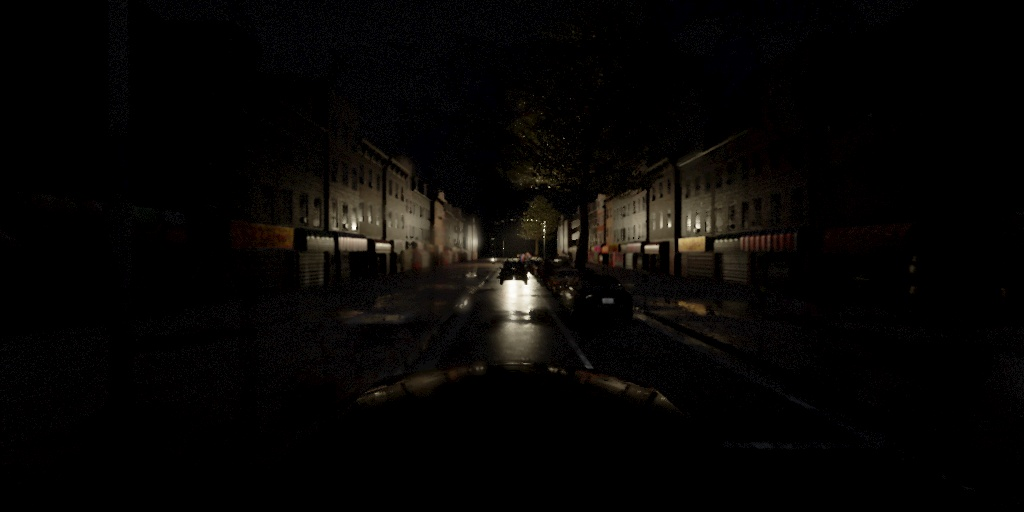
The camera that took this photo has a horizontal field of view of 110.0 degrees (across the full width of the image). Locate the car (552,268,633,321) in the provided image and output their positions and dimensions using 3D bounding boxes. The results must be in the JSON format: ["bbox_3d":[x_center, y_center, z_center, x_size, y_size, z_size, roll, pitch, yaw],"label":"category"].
[{"bbox_3d":[2.647,1.256,11.970,1.948,1.339,4.313,0,0,0],"label":"car"}]

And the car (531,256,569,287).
[{"bbox_3d":[2.658,0.932,23.061,2.192,1.841,5.009,0,0,0],"label":"car"}]

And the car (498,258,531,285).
[{"bbox_3d":[0.117,1.113,24.657,1.837,1.490,4.892,0,0,0],"label":"car"}]

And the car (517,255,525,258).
[{"bbox_3d":[0.131,0.996,39.896,2.128,1.511,4.902,0,1,0],"label":"car"}]

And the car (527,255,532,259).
[{"bbox_3d":[2.669,0.984,34.153,1.967,1.591,4.097,0,0,0],"label":"car"}]

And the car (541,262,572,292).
[{"bbox_3d":[2.653,1.179,17.686,1.751,1.417,4.829,0,0,0],"label":"car"}]

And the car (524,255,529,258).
[{"bbox_3d":[2.674,0.944,39.700,1.967,1.591,4.097,0,0,0],"label":"car"}]
